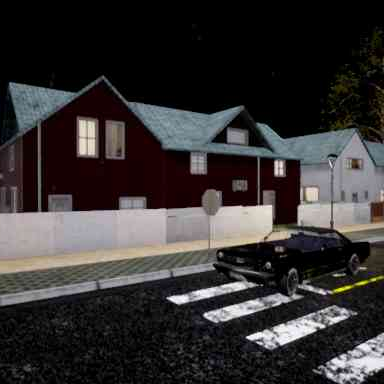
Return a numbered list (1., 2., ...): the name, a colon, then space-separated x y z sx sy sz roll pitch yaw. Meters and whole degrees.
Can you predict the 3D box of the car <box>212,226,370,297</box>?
1. car: 2.803 1.629 8.867 4.718 1.301 1.895 0 0 -39
